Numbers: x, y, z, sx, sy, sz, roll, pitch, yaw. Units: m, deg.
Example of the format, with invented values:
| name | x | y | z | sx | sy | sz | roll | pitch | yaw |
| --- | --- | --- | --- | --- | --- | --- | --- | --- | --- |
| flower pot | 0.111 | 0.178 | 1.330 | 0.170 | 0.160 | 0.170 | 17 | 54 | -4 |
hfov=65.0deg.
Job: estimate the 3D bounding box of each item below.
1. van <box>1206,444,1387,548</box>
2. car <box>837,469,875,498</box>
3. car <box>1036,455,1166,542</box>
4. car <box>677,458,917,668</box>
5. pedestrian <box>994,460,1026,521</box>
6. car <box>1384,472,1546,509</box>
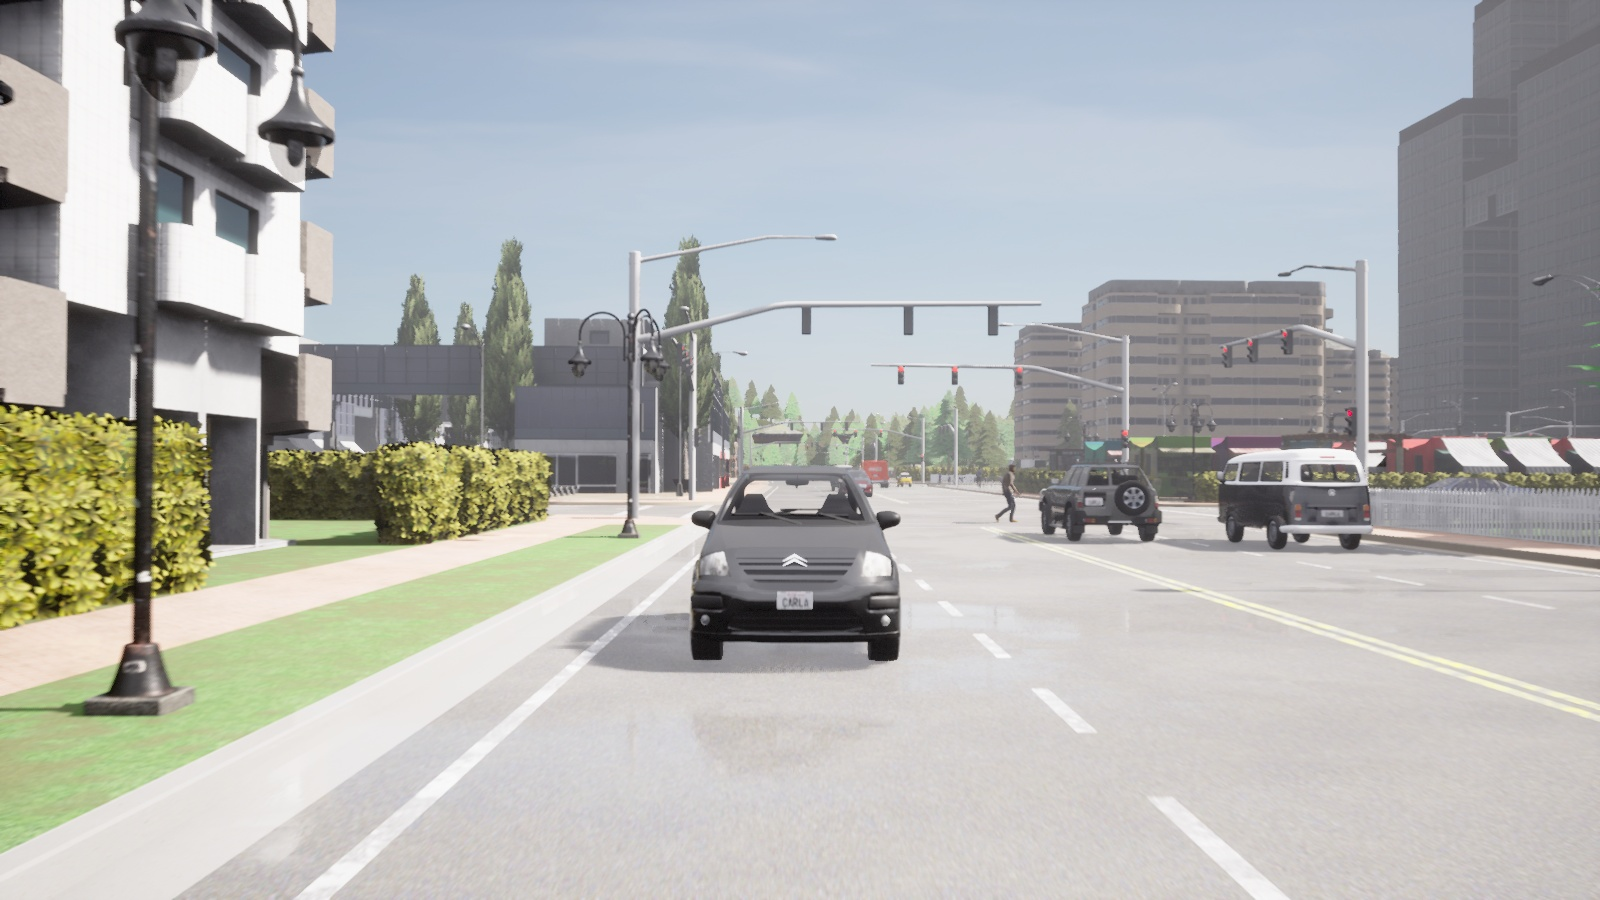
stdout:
| name | x | y | z | sx | sy | sz | roll | pitch | yaw |
| --- | --- | --- | --- | --- | --- | --- | --- | --- | --- |
| van | 10.435 | 0.936 | 26.803 | 2.069 | 2.038 | 4.480 | 0 | -1 | 0 |
| car | 3.319 | 1.965 | 75.193 | 2.033 | 1.649 | 4.856 | 0 | -1 | 0 |
| car | 6.927 | 1.086 | 29.390 | 1.932 | 1.855 | 4.605 | 0 | -1 | 0 |
| car | -0.029 | 0.905 | 11.683 | 1.851 | 1.617 | 3.988 | 0 | -1 | 0 |
| pedestrian | 6.282 | 1.203 | 37.544 | 0.869 | 1.805 | 0.328 | 0 | -1 | -2 |
| car | 26.278 | 1.573 | 49.739 | 5.357 | 1.411 | 2.033 | 0 | -1 | -1 |
